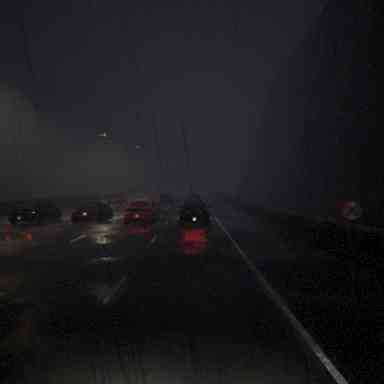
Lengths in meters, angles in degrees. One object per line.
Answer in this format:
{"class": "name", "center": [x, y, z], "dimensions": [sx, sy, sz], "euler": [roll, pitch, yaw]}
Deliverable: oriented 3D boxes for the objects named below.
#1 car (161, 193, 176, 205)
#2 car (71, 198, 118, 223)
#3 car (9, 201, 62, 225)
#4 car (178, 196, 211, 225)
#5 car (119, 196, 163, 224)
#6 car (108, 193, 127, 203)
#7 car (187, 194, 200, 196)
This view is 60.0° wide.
{"class": "car", "center": [-3.287, 0.899, 44.030], "dimensions": [1.837, 1.490, 4.892], "euler": [0, 2, 0]}
{"class": "car", "center": [-6.845, 1.342, 23.267], "dimensions": [1.994, 1.385, 4.181], "euler": [0, 1, 0]}
{"class": "car", "center": [-10.346, 1.321, 22.214], "dimensions": [1.812, 1.442, 4.674], "euler": [0, 1, 0]}
{"class": "car", "center": [0.153, 1.297, 21.947], "dimensions": [1.837, 1.490, 4.892], "euler": [0, 1, 0]}
{"class": "car", "center": [-3.345, 1.260, 22.669], "dimensions": [1.882, 1.535, 5.008], "euler": [0, 1, 0]}
{"class": "car", "center": [-10.282, 0.830, 46.060], "dimensions": [1.882, 1.535, 5.008], "euler": [0, 1, 0]}
{"class": "car", "center": [0.218, 0.914, 45.757], "dimensions": [1.994, 1.385, 4.181], "euler": [0, 1, 0]}
